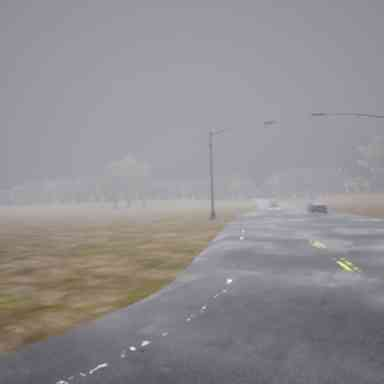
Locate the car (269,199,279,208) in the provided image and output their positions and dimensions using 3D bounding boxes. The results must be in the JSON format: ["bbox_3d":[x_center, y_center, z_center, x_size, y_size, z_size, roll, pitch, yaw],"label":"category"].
[{"bbox_3d":[17.498,2.534,71.060,2.097,1.767,4.553,-3,-1,15],"label":"car"}]

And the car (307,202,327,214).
[{"bbox_3d":[16.190,2.017,43.231,1.882,1.535,5.008,-2,-2,10],"label":"car"}]
